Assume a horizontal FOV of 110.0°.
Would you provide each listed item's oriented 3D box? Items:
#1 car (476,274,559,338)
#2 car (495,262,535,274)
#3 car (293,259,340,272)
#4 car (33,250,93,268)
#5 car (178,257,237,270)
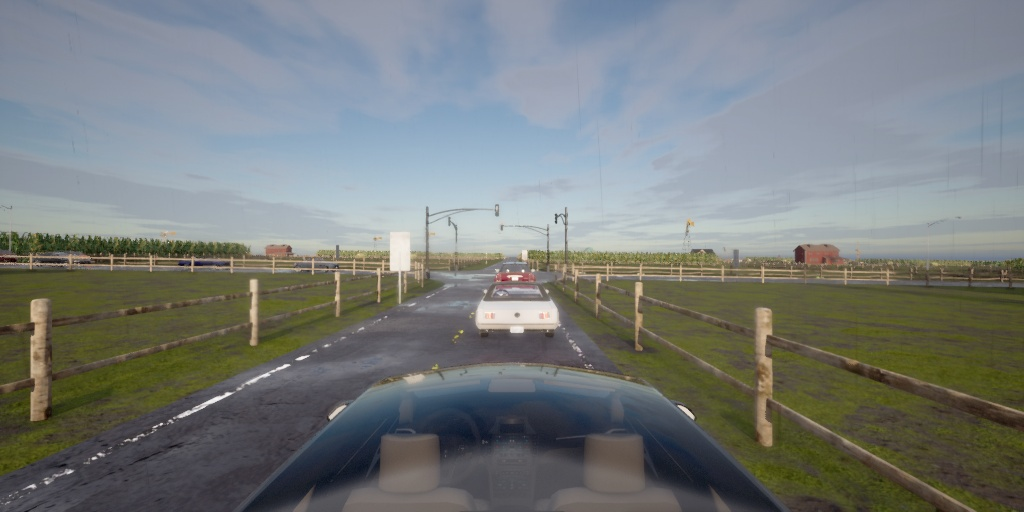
[{"bbox_3d":[0.123,1.351,10.184,1.895,1.301,4.718,0,0,0],"label":"car"},{"bbox_3d":[0.178,1.103,19.173,2.097,1.767,4.553,0,0,1],"label":"car"},{"bbox_3d":[-19.968,0.962,36.778,4.181,1.385,1.994,1,0,0],"label":"car"},{"bbox_3d":[-46.197,0.431,36.883,4.892,1.490,1.837,1,0,0],"label":"car"},{"bbox_3d":[-31.139,0.796,36.810,4.718,1.301,1.895,1,0,1],"label":"car"}]
